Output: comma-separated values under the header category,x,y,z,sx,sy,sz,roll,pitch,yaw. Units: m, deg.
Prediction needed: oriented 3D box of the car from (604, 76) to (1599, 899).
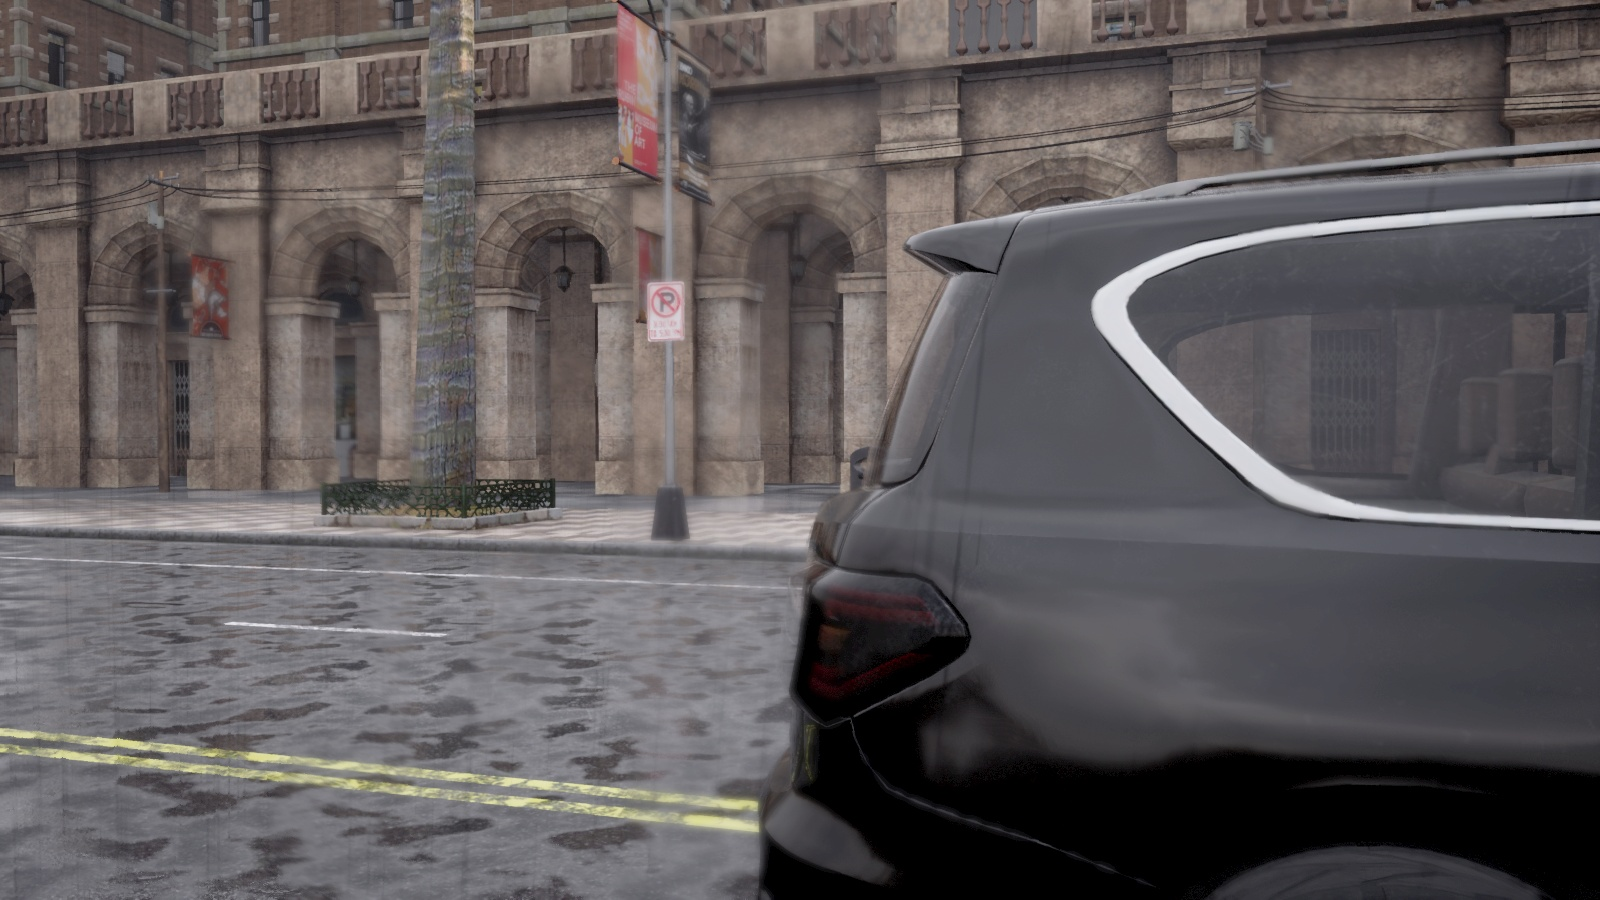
category,x,y,z,sx,sy,sz,roll,pitch,yaw
car,2.642,0.519,2.301,5.566,2.045,2.150,1,1,19
